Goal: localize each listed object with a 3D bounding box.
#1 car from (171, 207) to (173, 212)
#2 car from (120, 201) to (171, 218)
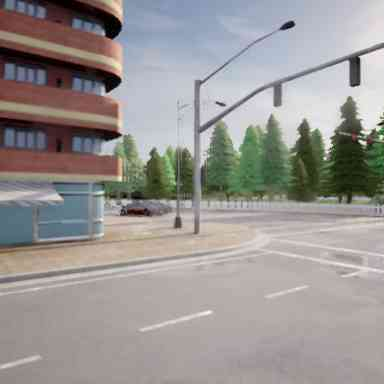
[{"bbox_3d":[-4.052,1.558,33.545,4.181,1.385,1.994,0,0,25],"label":"car"},{"bbox_3d":[-4.384,1.550,29.825,4.181,1.385,1.994,0,0,27],"label":"car"}]
